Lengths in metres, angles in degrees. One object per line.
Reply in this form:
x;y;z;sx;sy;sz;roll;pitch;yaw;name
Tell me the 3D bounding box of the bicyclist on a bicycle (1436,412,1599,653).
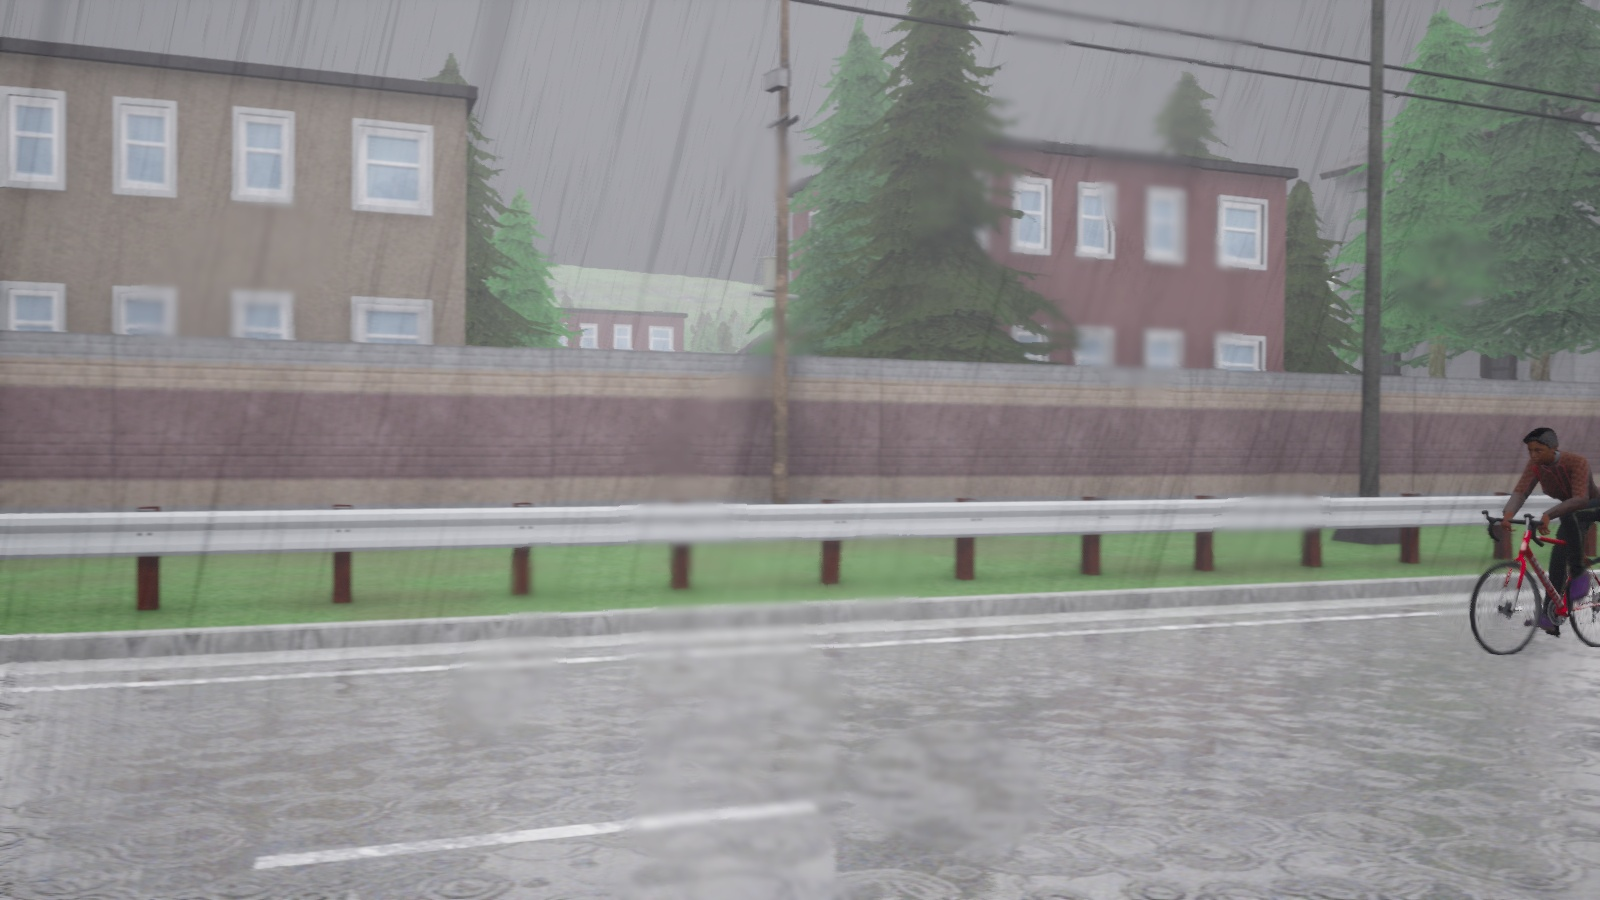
5.457;0.545;9.051;1.656;1.620;0.582;-1;1;-21;bicyclist on a bicycle
